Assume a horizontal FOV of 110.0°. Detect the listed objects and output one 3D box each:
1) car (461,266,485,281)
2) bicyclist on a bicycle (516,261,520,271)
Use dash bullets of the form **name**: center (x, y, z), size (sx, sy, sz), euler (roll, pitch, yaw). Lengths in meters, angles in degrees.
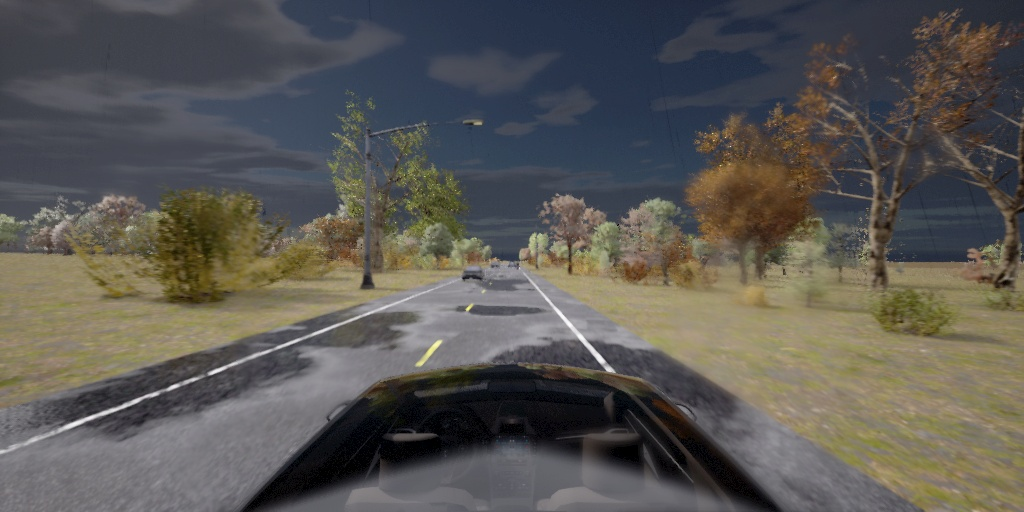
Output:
- **car**: center (-3.595, 1.611, 34.149), size (2.033, 1.411, 5.357), euler (0, -1, 0)
- **bicyclist on a bicycle**: center (0.966, 1.696, 59.028), size (0.659, 1.776, 1.843), euler (0, -1, 0)
